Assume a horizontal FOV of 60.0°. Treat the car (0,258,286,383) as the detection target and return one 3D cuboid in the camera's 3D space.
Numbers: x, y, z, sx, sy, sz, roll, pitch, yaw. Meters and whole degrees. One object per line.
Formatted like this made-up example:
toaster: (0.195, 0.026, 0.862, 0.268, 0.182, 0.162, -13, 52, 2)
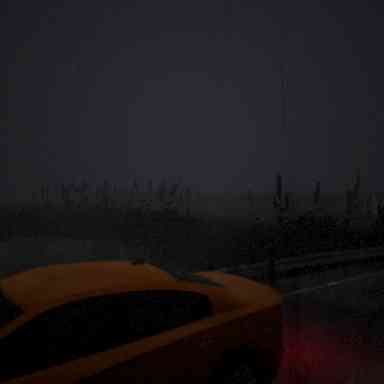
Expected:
car: (-1.259, 1.479, 3.106, 5.008, 1.535, 1.882, 1, 0, -36)
